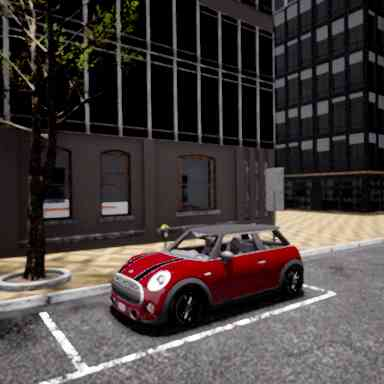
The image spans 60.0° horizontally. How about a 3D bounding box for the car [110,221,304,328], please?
[{"bbox_3d":[0.409,1.439,6.874,4.097,1.590,1.967,0,-1,-36],"label":"car"}]
